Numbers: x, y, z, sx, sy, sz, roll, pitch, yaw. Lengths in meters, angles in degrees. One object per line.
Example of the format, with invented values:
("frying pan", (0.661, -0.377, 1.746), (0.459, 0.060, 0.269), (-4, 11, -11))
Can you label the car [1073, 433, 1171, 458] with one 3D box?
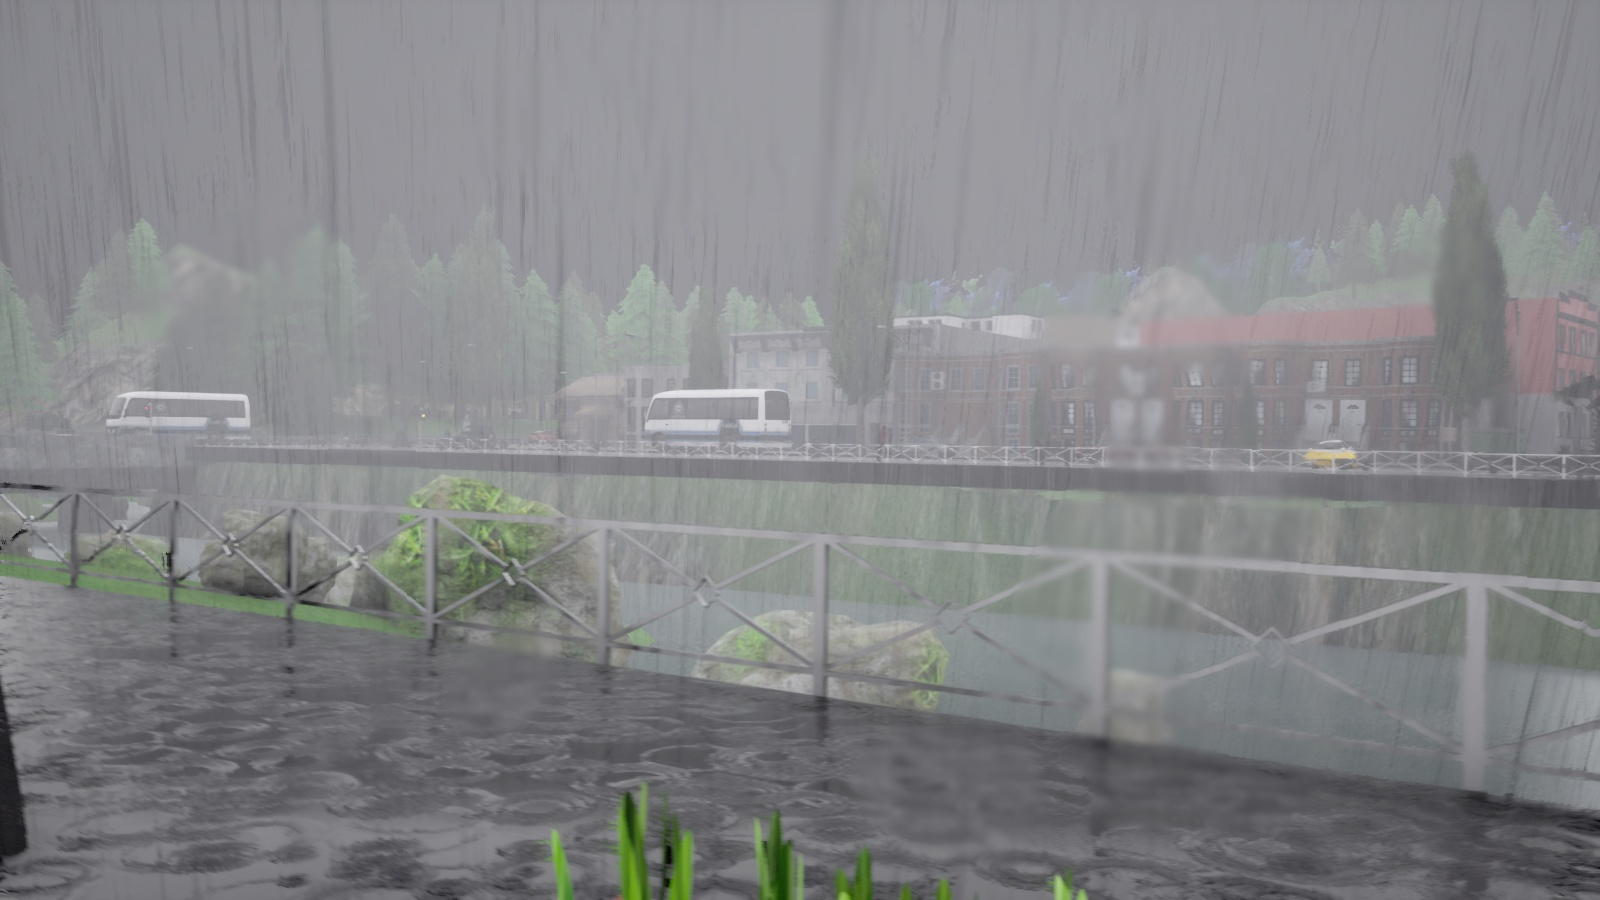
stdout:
("car", (17.124, -0.236, 66.876), (4.718, 1.301, 1.895), (0, 1, 34))

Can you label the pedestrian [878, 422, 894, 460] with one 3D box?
("pedestrian", (4.172, -0.428, 60.911), (0.636, 1.846, 0.331), (0, 1, 34))

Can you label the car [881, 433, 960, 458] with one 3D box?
("car", (7.040, -0.273, 73.571), (4.181, 1.385, 1.994), (0, 1, 34))

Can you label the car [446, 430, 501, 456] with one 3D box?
("car", (-24.583, -0.540, 94.562), (3.866, 1.878, 1.905), (0, 1, 34))

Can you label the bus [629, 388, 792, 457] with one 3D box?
("bus", (-5.928, -1.713, 82.153), (10.273, 4.253, 3.944), (0, 1, 34))

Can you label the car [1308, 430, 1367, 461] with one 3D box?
("car", (24.488, -0.216, 57.186), (2.207, 1.376, 1.481), (0, 1, 34))
